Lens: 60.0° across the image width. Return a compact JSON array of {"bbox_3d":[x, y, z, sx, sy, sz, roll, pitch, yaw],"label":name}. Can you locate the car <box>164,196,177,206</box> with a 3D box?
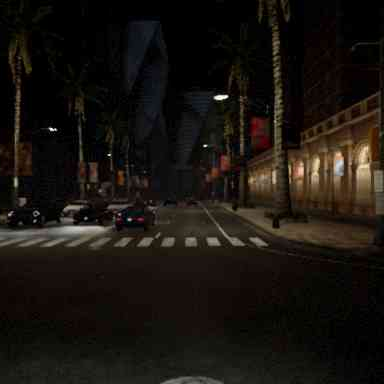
[{"bbox_3d":[-3.507,1.377,54.807,2.097,1.767,4.553,0,0,-1],"label":"car"}]

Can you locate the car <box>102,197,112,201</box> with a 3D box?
[{"bbox_3d":[-10.508,1.620,41.482,1.895,1.301,4.718,0,0,0],"label":"car"}]

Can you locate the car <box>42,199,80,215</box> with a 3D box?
[{"bbox_3d":[-13.698,1.530,35.200,2.161,1.482,4.786,0,0,-1],"label":"car"}]

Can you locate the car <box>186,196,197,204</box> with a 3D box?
[{"bbox_3d":[-0.117,1.577,64.890,2.033,1.411,5.357,0,0,-1],"label":"car"}]

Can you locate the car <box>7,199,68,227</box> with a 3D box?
[{"bbox_3d":[-10.583,1.363,22.776,2.097,1.767,4.553,0,0,0],"label":"car"}]

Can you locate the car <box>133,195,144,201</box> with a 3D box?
[{"bbox_3d":[-13.943,1.521,86.505,2.231,1.521,4.892,0,0,-1],"label":"car"}]

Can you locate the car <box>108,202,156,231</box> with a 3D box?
[{"bbox_3d":[-3.405,1.557,20.669,2.033,1.411,5.357,0,0,0],"label":"car"}]

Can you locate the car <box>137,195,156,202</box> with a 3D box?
[{"bbox_3d":[-6.991,1.376,52.766,2.097,1.767,4.553,0,0,0],"label":"car"}]

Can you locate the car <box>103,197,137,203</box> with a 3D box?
[{"bbox_3d":[-7.018,1.541,32.743,1.812,1.442,4.674,0,0,0],"label":"car"}]

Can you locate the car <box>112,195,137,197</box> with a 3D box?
[{"bbox_3d":[-10.489,1.516,51.927,2.128,1.511,4.902,0,0,0],"label":"car"}]

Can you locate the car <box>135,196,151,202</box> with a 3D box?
[{"bbox_3d":[-7.008,1.567,42.636,2.033,1.411,5.357,0,0,0],"label":"car"}]

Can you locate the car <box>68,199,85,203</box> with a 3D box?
[{"bbox_3d":[-10.522,1.541,31.547,1.812,1.442,4.674,0,0,0],"label":"car"}]

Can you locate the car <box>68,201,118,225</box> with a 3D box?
[{"bbox_3d":[-7.077,1.575,24.150,1.994,1.385,4.181,0,0,0],"label":"car"}]

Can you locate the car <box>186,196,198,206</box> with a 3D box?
[{"bbox_3d":[-0.008,1.626,54.710,1.895,1.301,4.718,0,0,-1],"label":"car"}]
